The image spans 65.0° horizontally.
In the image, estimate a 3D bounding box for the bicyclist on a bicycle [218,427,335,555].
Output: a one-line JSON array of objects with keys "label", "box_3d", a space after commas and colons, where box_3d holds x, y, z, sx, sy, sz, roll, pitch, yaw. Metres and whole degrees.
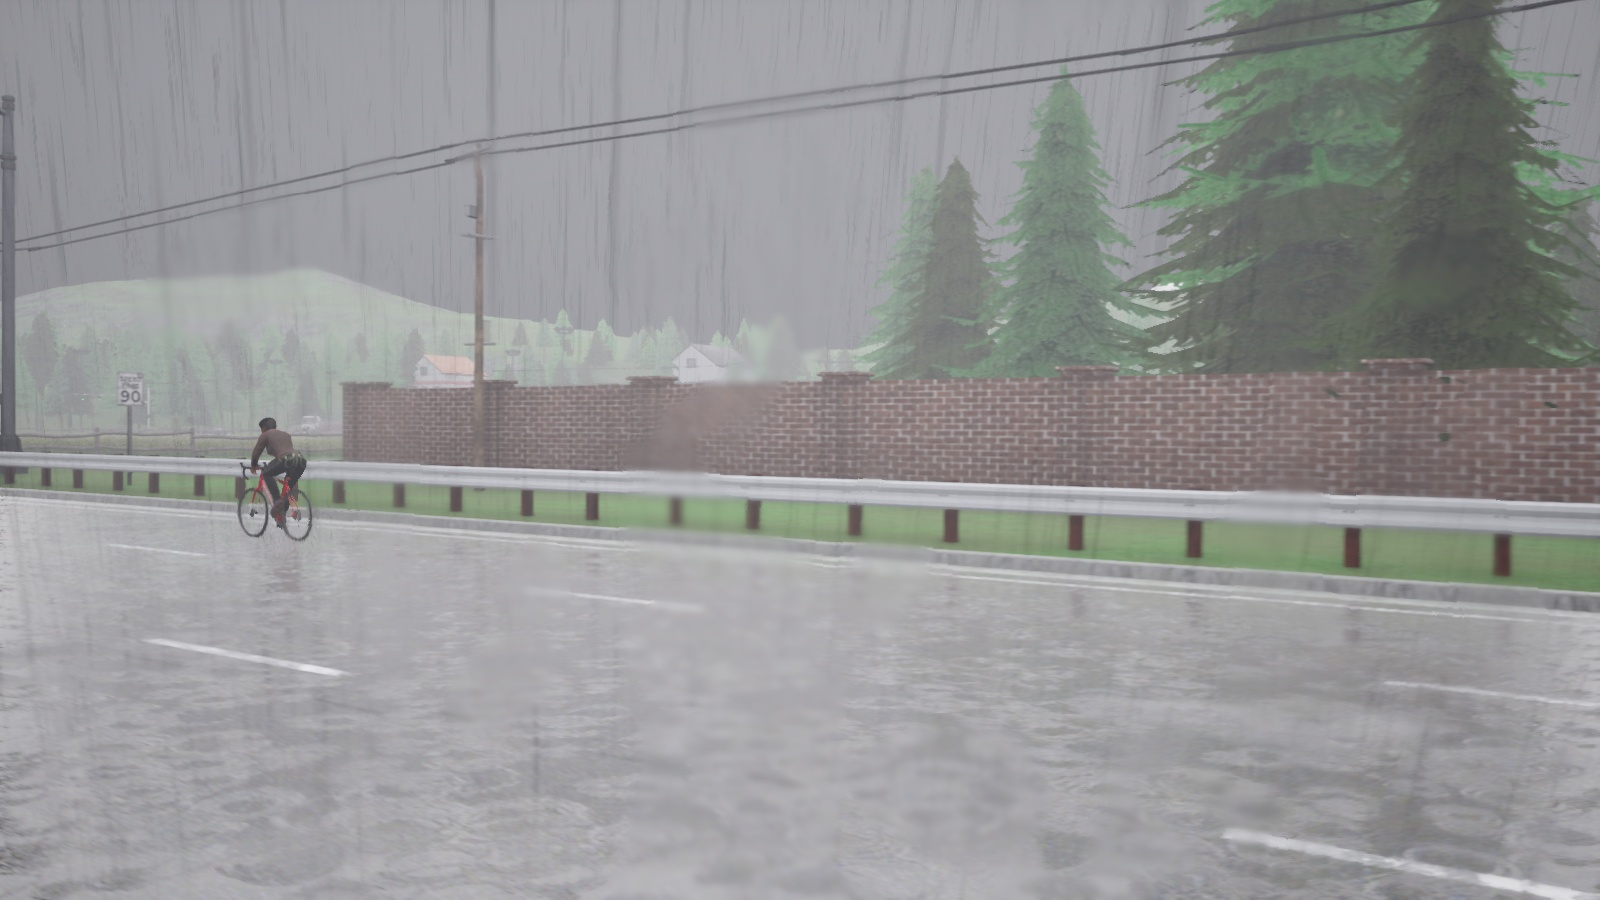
[{"label": "bicyclist on a bicycle", "box_3d": [-6.946, 0.520, 16.640, 1.656, 1.620, 0.582, 0, 1, 34]}]
